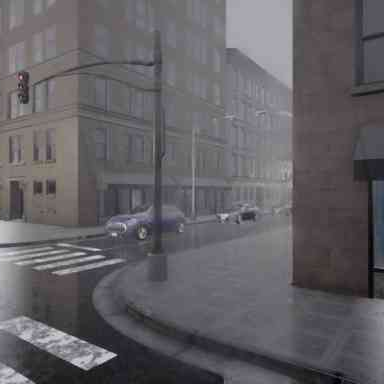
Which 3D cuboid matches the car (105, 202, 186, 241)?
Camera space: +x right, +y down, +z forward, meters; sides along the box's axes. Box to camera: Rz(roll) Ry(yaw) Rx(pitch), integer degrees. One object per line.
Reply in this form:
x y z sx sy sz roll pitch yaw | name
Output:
-2.335 1.432 17.538 2.097 1.767 4.553 0 0 36 | car

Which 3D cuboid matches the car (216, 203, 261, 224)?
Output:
3.681 1.629 25.951 2.128 1.511 4.902 0 0 36 | car

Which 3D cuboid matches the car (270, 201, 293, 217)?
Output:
9.729 1.684 34.450 2.128 1.511 4.902 0 0 35 | car
